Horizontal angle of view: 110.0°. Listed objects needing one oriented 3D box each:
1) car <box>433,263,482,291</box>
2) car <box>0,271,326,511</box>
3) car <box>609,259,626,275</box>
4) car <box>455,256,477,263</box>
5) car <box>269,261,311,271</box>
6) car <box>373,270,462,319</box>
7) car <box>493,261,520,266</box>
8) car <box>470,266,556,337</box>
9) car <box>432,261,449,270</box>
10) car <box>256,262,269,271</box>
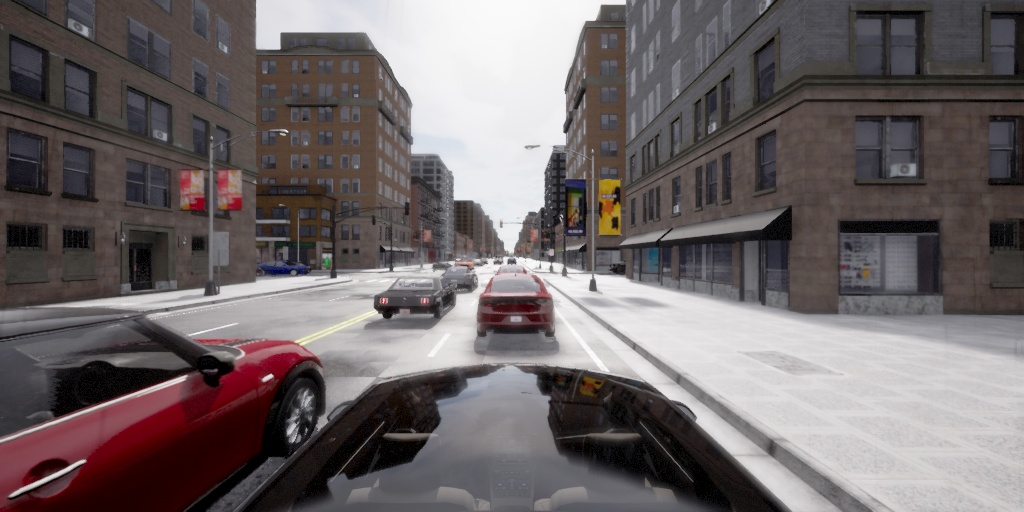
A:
[{"bbox_3d":[-3.156,1.313,21.542,1.994,1.385,4.181,0,0,0],"label":"car"},{"bbox_3d":[-3.152,1.103,2.214,2.097,1.767,4.553,0,0,0],"label":"car"},{"bbox_3d":[13.366,1.010,38.784,5.566,2.045,2.150,0,0,0],"label":"car"},{"bbox_3d":[-6.608,1.097,50.644,2.097,1.767,4.553,0,0,0],"label":"car"},{"bbox_3d":[-22.755,1.219,35.655,5.008,1.535,1.882,0,0,0],"label":"car"},{"bbox_3d":[-3.153,1.351,12.785,1.895,1.301,4.718,0,0,0],"label":"car"},{"bbox_3d":[-0.004,1.227,19.881,1.882,1.535,5.008,0,0,0],"label":"car"},{"bbox_3d":[0.099,1.228,10.310,1.882,1.535,5.008,0,0,0],"label":"car"},{"bbox_3d":[-9.859,1.346,50.181,1.895,1.301,4.718,0,0,0],"label":"car"},{"bbox_3d":[-25.424,1.170,33.129,4.097,1.591,1.967,0,0,0],"label":"car"}]
